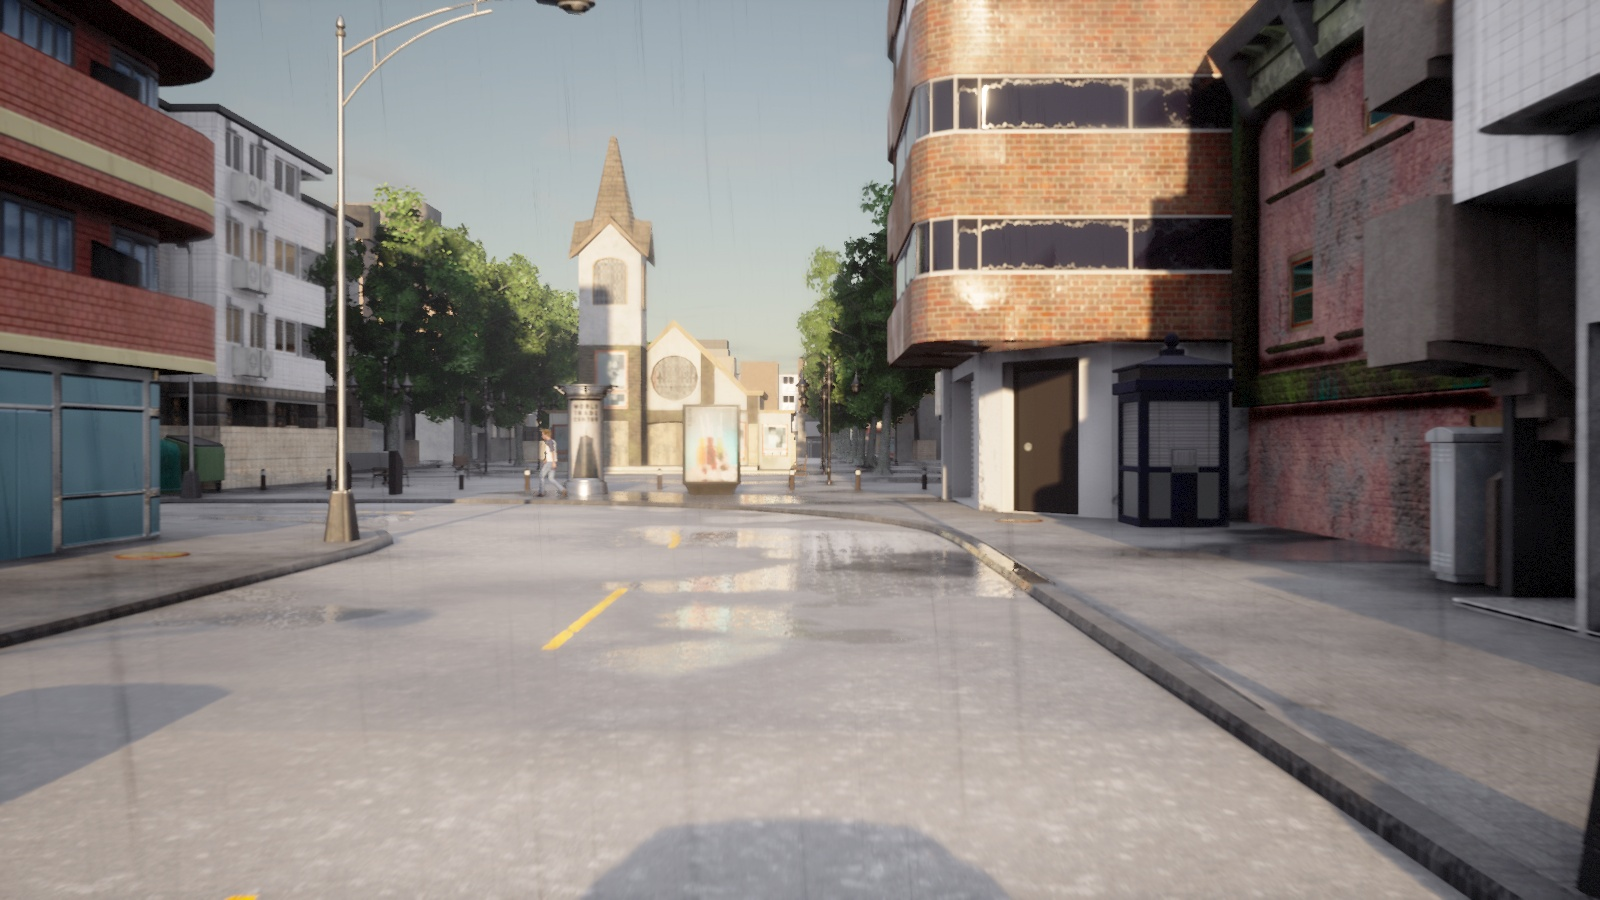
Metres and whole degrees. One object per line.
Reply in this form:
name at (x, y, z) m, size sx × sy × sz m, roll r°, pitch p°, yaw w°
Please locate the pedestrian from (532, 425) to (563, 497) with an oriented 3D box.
pedestrian at (-6.455, 0.270, 32.121) m, size 0.706 × 1.836 × 0.354 m, roll 0°, pitch 0°, yaw 4°
